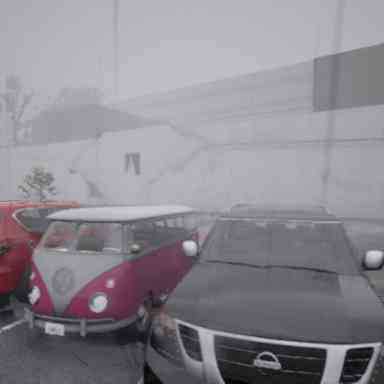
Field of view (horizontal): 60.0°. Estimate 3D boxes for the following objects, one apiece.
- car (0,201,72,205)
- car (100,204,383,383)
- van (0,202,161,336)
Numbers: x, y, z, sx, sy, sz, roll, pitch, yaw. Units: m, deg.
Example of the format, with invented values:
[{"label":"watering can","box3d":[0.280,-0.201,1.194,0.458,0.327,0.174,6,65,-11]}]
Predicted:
[{"label":"car","box3d":[-3.616,1.236,8.415,2.435,2.045,5.566,0,-1,15]},{"label":"car","box3d":[1.236,1.238,4.891,2.435,2.045,5.566,1,-1,16]},{"label":"van","box3d":[-1.217,1.261,6.538,1.878,1.987,4.442,1,-1,16]}]
